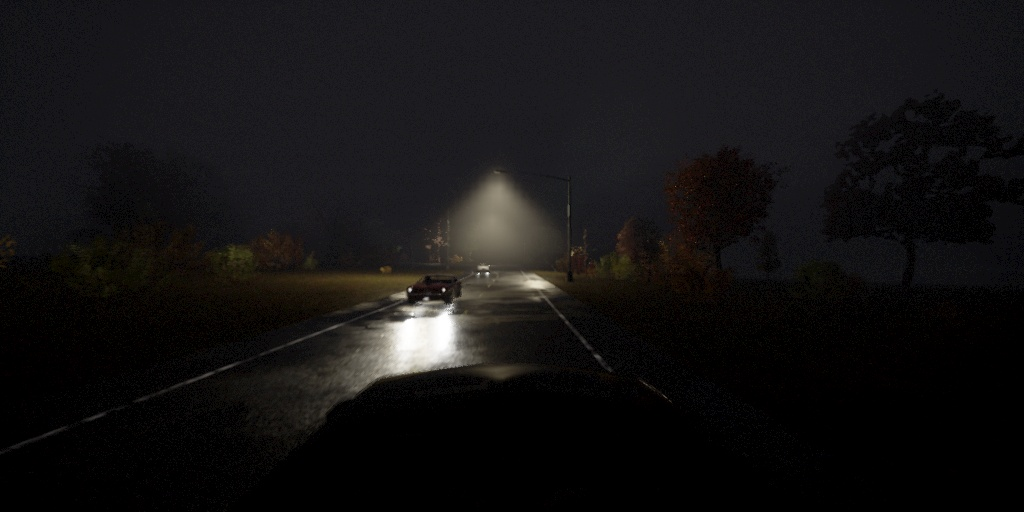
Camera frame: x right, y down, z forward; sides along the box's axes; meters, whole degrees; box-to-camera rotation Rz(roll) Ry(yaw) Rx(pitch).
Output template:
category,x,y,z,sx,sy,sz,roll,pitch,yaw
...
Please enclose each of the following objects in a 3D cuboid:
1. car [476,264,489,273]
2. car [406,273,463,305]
category,x,y,z,sx,sy,sz,roll,pitch,yaw
car,-4.761,1.962,58.929,1.812,1.442,4.674,0,-1,-6
car,-3.601,1.531,17.329,1.895,1.301,4.718,0,-1,0
